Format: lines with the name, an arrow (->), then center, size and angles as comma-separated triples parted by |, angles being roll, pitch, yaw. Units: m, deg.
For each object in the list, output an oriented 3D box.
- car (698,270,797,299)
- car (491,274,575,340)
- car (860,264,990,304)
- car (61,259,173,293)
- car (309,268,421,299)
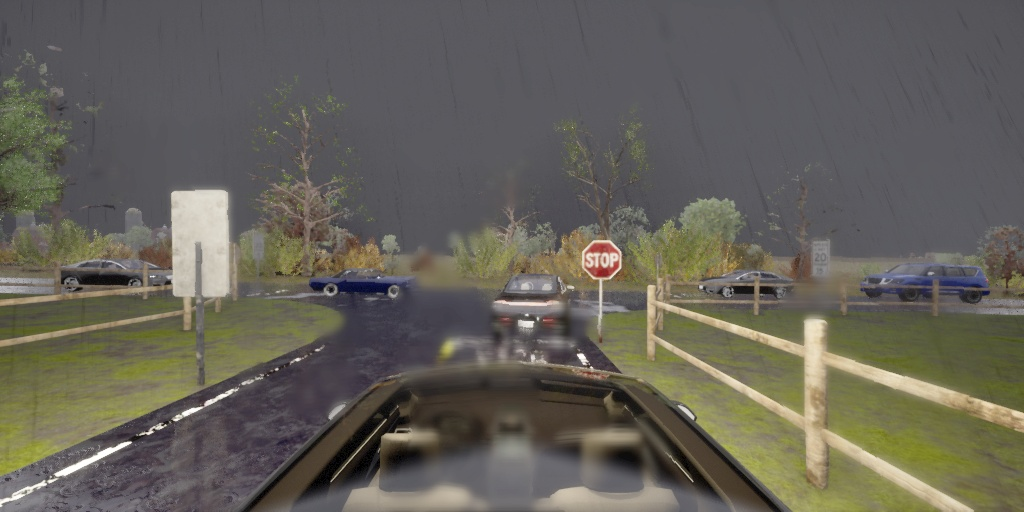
car -> 13.003, 1.525, 19.988 | 4.902, 1.511, 2.128 | 1, 1, 0
car -> 0.706, 1.240, 10.029 | 2.128, 1.511, 4.902 | 0, 0, 9
car -> 22.899, 1.466, 19.977 | 5.566, 2.045, 2.150 | 1, 1, 0
car -> -18.490, 0.885, 17.075 | 4.902, 1.511, 2.128 | 1, 1, 0
car -> -6.823, 1.248, 17.059 | 4.718, 1.301, 1.895 | 1, 1, 0
